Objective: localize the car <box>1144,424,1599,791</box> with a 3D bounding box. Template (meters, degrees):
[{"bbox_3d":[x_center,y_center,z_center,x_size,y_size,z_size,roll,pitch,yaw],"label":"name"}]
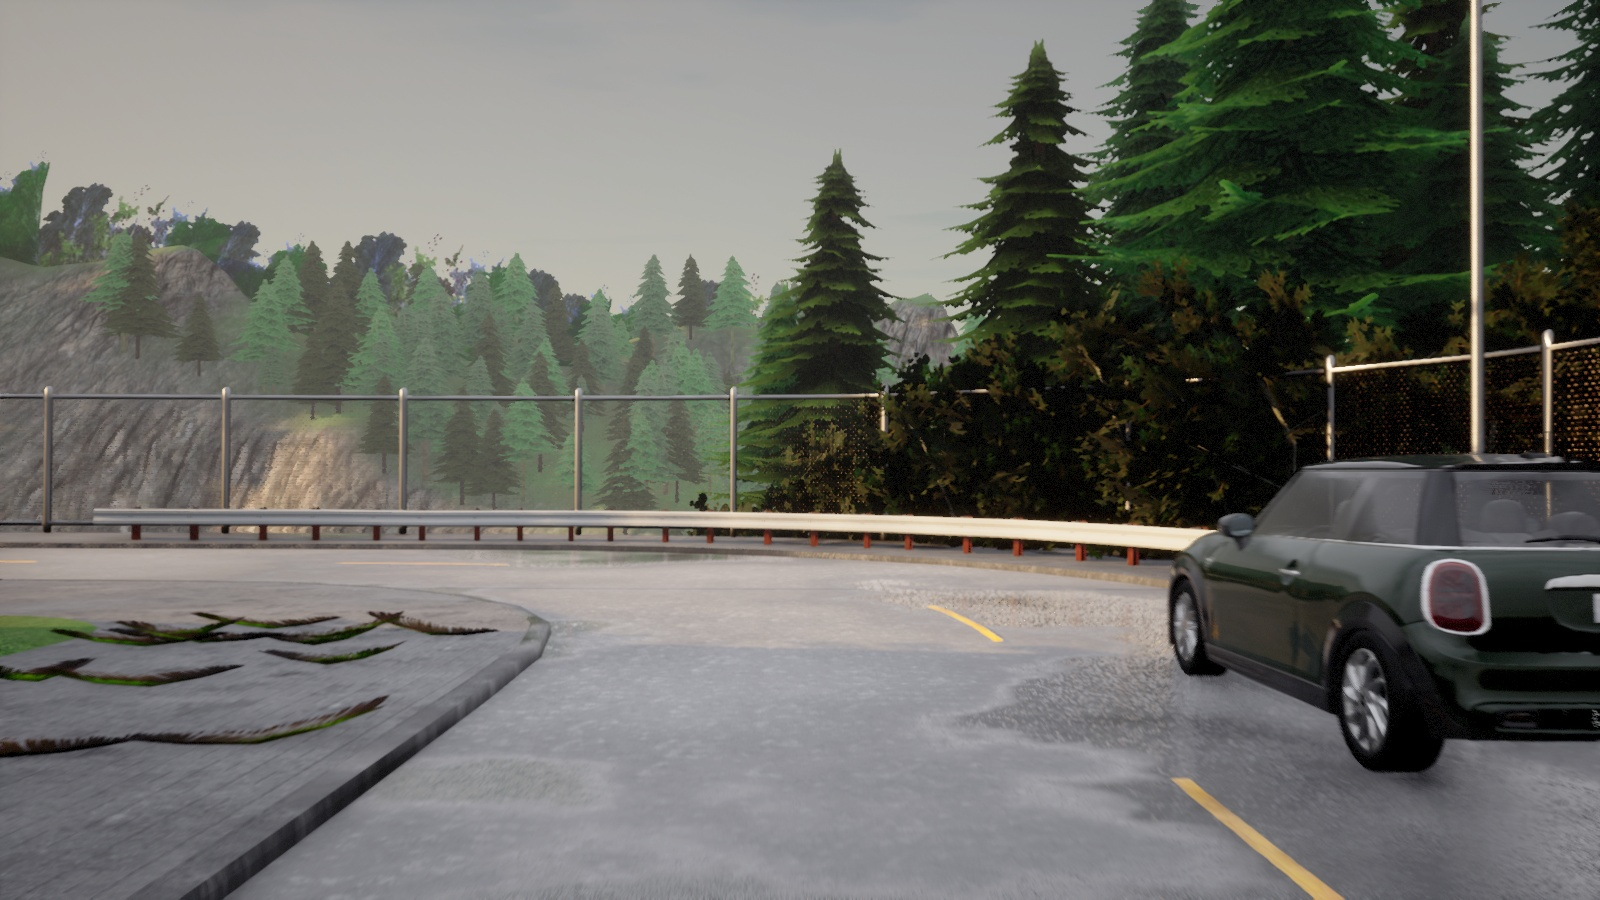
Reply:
[{"bbox_3d":[3.973,0.797,8.359,2.097,1.767,4.553,0,-1,0],"label":"car"}]
